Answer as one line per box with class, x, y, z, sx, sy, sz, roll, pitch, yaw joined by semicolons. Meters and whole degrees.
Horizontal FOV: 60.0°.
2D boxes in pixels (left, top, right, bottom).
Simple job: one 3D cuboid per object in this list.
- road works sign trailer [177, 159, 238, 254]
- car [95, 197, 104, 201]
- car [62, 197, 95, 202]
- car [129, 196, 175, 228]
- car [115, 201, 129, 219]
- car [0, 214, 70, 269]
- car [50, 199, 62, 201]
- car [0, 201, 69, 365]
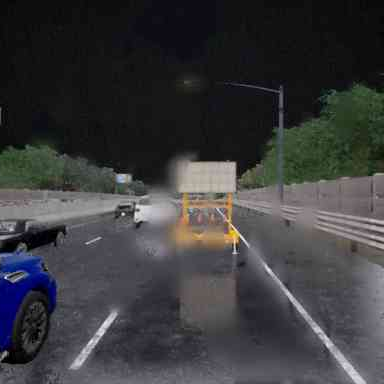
road works sign trailer;0.617;0.473;13.570;2.380;3.560;2.880;0;0;2
car;-21.487;1.940;75.139;2.097;1.767;4.553;0;-1;2
car;-15.710;1.732;46.334;1.882;1.535;5.008;0;-1;2
car;-2.420;1.271;22.689;2.150;2.045;5.566;0;0;2
car;-5.639;1.609;30.211;1.837;1.490;4.892;0;-1;2
car;-6.348;1.607;12.128;1.895;1.301;4.718;0;0;2
car;-19.184;1.738;47.045;1.882;1.535;5.008;0;-1;2
car;-3.215;1.224;2.718;2.150;2.045;5.566;0;0;2
